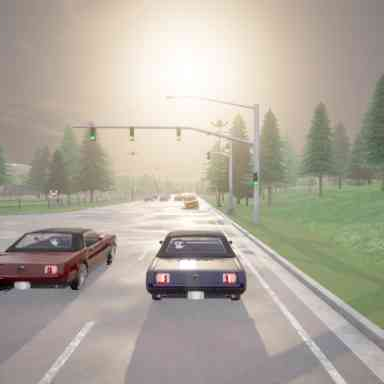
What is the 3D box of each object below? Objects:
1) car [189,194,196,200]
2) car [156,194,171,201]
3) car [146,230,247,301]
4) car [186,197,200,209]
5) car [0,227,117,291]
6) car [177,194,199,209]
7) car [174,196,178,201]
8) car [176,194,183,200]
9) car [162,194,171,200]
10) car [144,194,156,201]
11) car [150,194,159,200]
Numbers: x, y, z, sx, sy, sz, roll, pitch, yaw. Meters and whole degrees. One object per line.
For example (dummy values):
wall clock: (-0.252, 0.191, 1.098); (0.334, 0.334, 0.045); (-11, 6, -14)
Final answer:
car: (0.181, 1.372, 91.008); (2.033, 1.411, 5.357); (0, 0, 0)
car: (-6.840, 1.531, 80.602); (2.033, 1.411, 5.357); (0, 0, 0)
car: (0.096, 1.601, 8.301); (1.895, 1.301, 4.718); (0, 0, 0)
car: (0.098, 1.591, 49.966); (2.033, 1.411, 5.357); (0, 2, 0)
car: (-3.400, 1.601, 8.949); (1.895, 1.301, 4.718); (0, 0, 0)
car: (-0.351, 1.056, 46.584); (1.882, 1.535, 5.008); (-11, 17, -7)
car: (-3.339, 1.545, 81.012); (1.994, 1.385, 4.181); (0, 0, 0)
car: (-3.319, 1.357, 91.015); (1.812, 1.442, 4.674); (0, 0, 0)
car: (-6.819, 1.372, 91.022); (2.033, 1.411, 5.357); (0, 0, 0)
car: (-10.340, 1.531, 80.609); (2.033, 1.411, 5.357); (0, 0, 0)
car: (-10.319, 1.332, 91.029); (1.837, 1.490, 4.892); (0, 0, 0)
